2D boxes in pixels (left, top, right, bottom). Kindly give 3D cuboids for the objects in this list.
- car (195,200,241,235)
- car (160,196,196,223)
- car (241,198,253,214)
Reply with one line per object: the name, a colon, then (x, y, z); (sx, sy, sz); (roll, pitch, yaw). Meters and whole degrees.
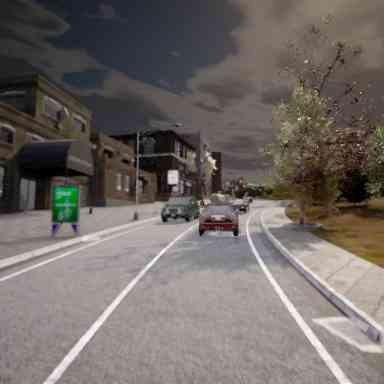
car: (1.628, 1.395, 19.162); (2.097, 1.767, 4.553); (-1, 0, 8)
car: (-0.858, 1.335, 26.907); (2.150, 2.045, 5.566); (-1, 0, 11)
car: (5.264, 1.660, 36.736); (1.895, 1.301, 4.718); (-1, 0, 15)
